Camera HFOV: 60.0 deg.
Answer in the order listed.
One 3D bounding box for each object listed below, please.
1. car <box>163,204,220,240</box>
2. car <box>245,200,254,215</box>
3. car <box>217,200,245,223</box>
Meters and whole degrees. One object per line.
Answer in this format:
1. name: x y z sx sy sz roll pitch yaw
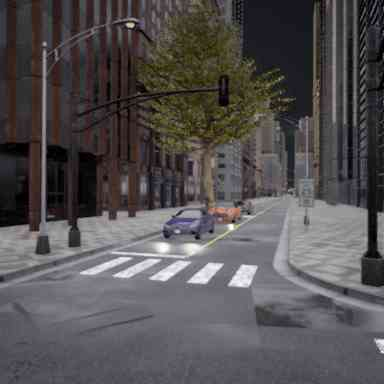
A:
1. car: -0.014 1.622 17.971 1.812 1.442 4.674 0 0 17
2. car: 5.775 1.718 37.155 1.837 1.490 4.892 0 0 17
3. car: 2.781 1.500 27.245 2.097 1.767 4.553 0 0 17
